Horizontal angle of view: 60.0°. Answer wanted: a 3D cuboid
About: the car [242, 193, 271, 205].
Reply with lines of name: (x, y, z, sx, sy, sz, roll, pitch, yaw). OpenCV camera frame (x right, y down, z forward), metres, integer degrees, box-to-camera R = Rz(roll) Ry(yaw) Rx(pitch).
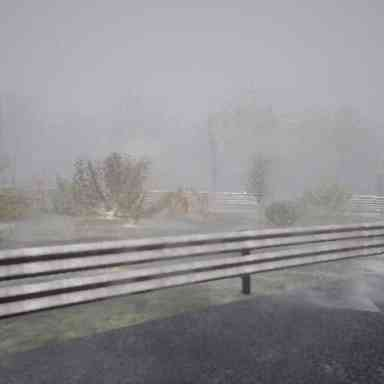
car: (8.891, 0.915, 42.039, 5.008, 1.535, 1.882, 1, 1, 13)

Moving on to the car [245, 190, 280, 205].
car: (9.632, 0.711, 45.457, 4.553, 1.767, 2.097, 1, 1, 13)
